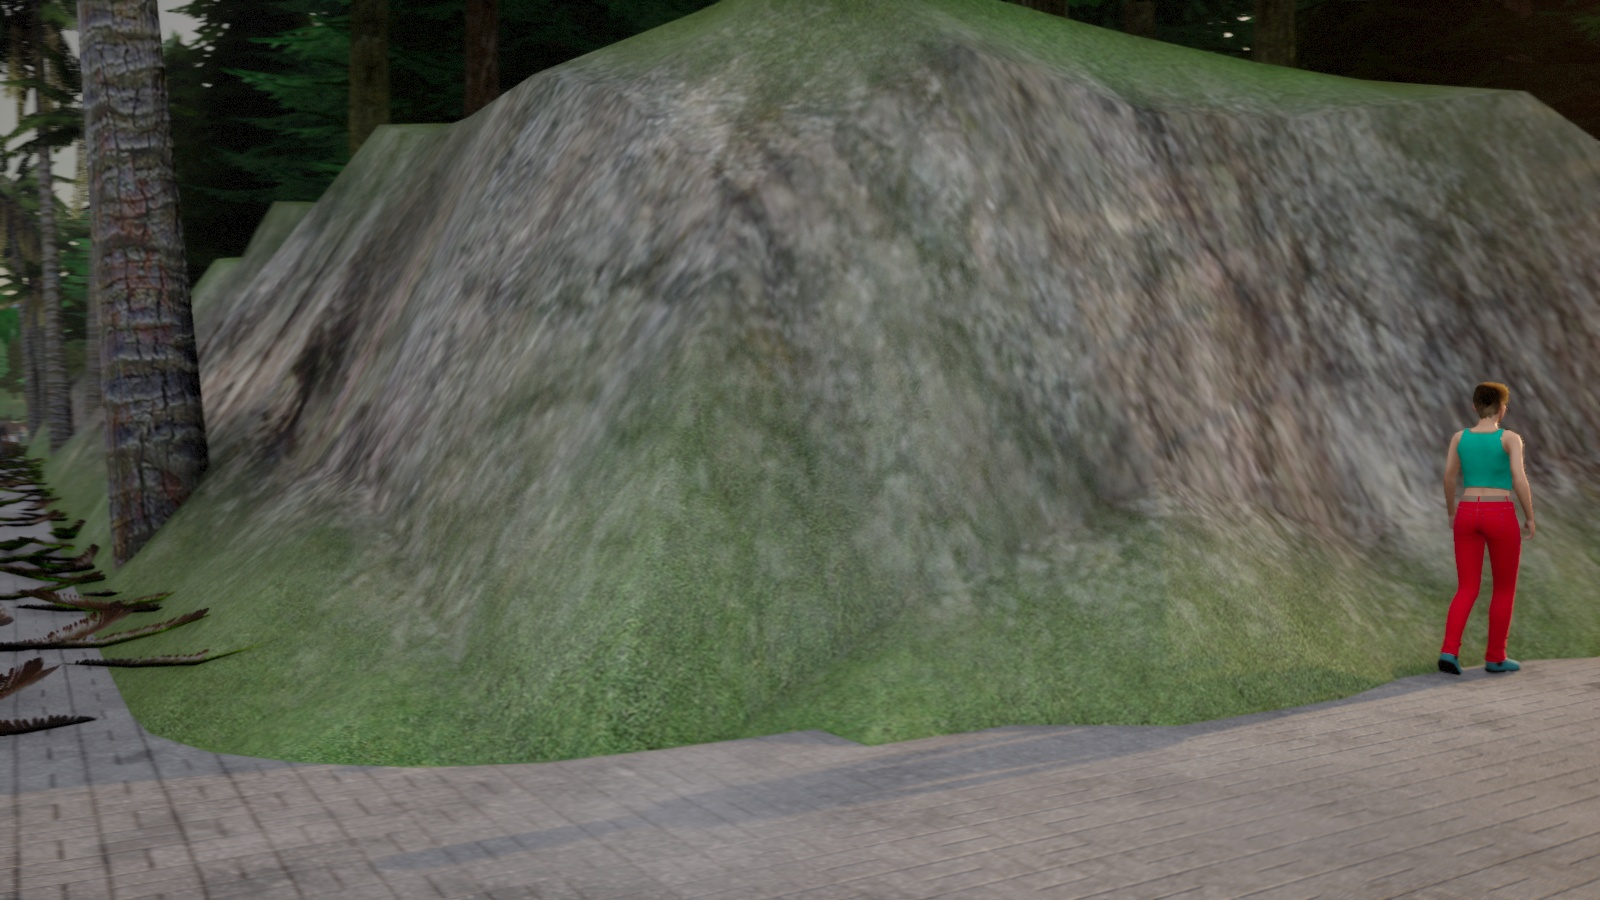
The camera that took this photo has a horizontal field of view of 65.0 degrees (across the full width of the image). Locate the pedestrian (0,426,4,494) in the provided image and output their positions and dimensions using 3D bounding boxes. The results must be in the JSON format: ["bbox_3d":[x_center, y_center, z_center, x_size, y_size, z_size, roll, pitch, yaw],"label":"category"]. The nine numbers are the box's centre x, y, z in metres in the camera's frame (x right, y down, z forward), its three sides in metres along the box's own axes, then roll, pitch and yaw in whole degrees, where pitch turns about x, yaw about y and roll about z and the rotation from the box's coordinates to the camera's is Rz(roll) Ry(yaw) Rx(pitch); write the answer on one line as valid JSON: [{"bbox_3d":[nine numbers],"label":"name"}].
[{"bbox_3d":[-23.305,0.280,36.134,0.659,1.952,0.873,-1,1,-33],"label":"pedestrian"}]

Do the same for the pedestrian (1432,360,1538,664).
[{"bbox_3d":[4.299,0.371,7.877,0.594,1.836,0.345,-1,1,-34],"label":"pedestrian"}]
